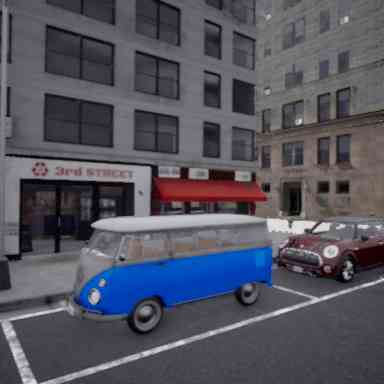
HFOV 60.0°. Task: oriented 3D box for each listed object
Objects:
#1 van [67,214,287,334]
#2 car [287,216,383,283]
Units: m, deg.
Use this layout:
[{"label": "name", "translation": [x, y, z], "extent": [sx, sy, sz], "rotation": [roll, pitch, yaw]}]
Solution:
[{"label": "van", "translation": [-0.198, 1.355, 6.492], "extent": [3.998, 1.788, 1.690], "rotation": [0, 1, -35]}, {"label": "car", "translation": [4.367, 1.476, 9.750], "extent": [4.097, 1.590, 1.967], "rotation": [0, 1, -35]}]
